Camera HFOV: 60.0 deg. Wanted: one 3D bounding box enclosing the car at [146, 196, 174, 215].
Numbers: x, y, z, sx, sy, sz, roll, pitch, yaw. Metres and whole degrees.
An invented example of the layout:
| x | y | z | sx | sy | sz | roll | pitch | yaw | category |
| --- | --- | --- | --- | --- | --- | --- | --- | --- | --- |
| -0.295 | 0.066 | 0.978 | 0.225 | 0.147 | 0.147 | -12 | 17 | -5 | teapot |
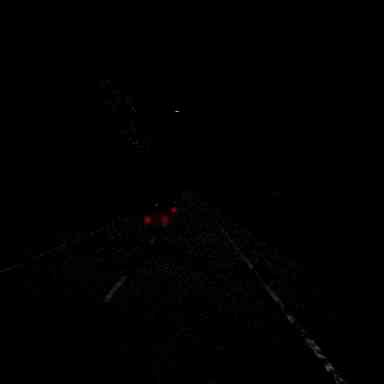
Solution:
| x | y | z | sx | sy | sz | roll | pitch | yaw | category |
| --- | --- | --- | --- | --- | --- | --- | --- | --- | --- |
| -3.204 | 1.200 | 32.527 | 2.097 | 1.767 | 4.553 | 0 | 0 | 0 | car |

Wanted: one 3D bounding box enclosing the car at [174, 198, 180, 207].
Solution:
| x | y | z | sx | sy | sz | roll | pitch | yaw | category |
| --- | --- | --- | --- | --- | --- | --- | --- | --- | --- |
| -2.769 | 1.390 | 45.783 | 1.895 | 1.301 | 4.718 | 0 | 0 | 2 | car |
